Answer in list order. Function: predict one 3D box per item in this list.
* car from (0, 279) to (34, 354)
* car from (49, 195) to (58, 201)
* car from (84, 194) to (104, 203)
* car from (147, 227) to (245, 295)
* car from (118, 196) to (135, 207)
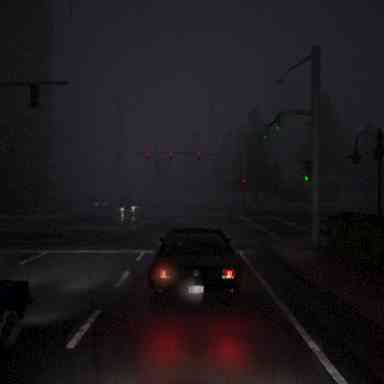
[{"bbox_3d":[-3.430,1.585,3.106,1.895,1.301,4.718,0,0,0],"label":"car"},{"bbox_3d":[-30.911,1.190,70.732,4.718,1.301,1.895,0,0,23],"label":"car"},{"bbox_3d":[-18.342,1.166,62.189,1.882,1.535,5.008,0,0,-44],"label":"car"},{"bbox_3d":[0.088,1.557,8.531,1.895,1.301,4.718,0,0,0],"label":"car"},{"bbox_3d":[-9.285,1.289,46.974,1.812,1.442,4.674,0,0,-20],"label":"car"}]
